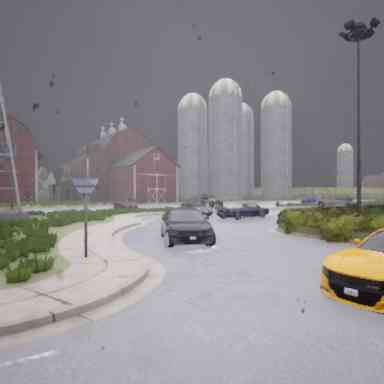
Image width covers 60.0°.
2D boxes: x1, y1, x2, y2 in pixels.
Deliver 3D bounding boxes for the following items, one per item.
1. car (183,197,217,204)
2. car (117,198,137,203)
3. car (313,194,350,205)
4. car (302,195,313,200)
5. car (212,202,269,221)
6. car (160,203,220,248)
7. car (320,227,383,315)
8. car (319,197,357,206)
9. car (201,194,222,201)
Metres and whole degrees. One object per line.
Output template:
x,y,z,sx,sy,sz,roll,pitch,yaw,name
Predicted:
0.169,1.495,30.612,1.784,1.438,3.905,0,0,-34,car
-8.056,1.482,40.577,1.816,1.474,4.193,0,0,-34,car
18.652,1.252,43.408,1.932,1.855,4.605,0,0,-34,car
22.782,1.402,62.251,2.242,1.667,4.611,0,0,-34,car
4.161,1.574,27.222,4.718,1.301,1.895,0,0,-40,car
-0.364,1.466,15.042,1.882,1.535,5.008,0,0,-9,car
4.858,1.466,7.221,5.008,1.535,1.882,0,0,-34,car
16.064,1.516,35.550,4.181,1.385,1.994,0,0,-33,car
2.770,1.270,48.632,1.905,1.878,3.866,0,0,-34,car
